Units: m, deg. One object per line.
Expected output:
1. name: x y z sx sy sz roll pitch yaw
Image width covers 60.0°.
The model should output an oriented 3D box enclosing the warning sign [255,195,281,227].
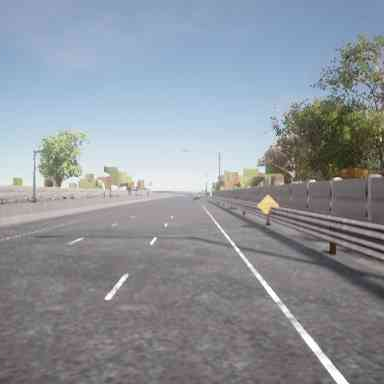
1. warning sign: 4.549 1.097 19.907 1.300 1.860 1.060 0 0 0

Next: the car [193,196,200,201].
1. car: 1.225 1.704 89.906 1.812 1.442 4.674 0 0 0
